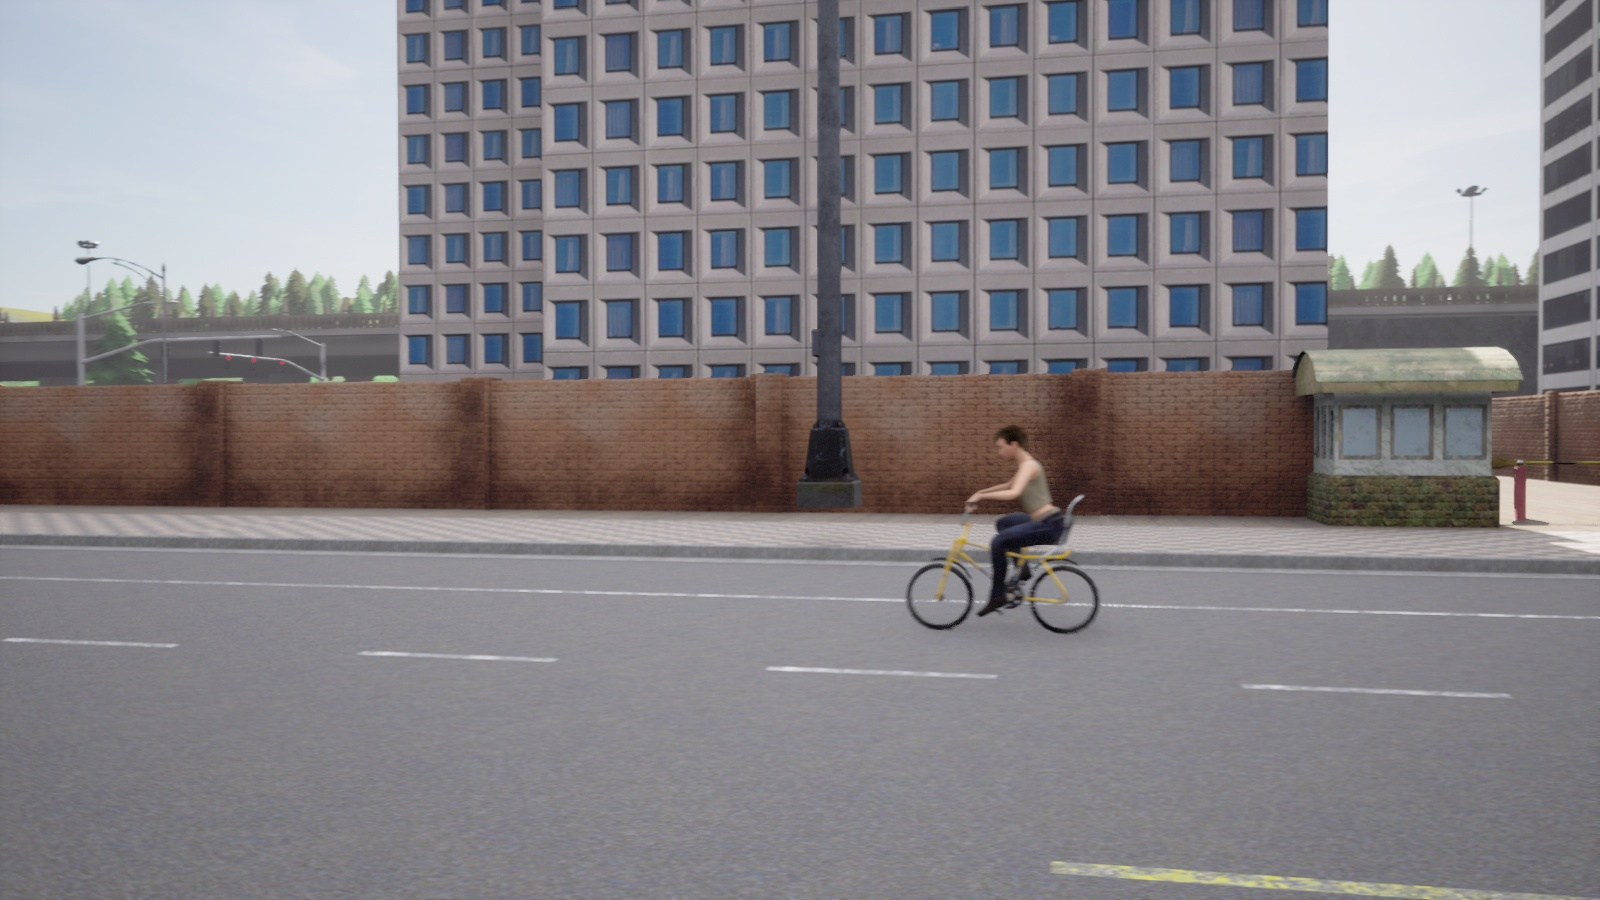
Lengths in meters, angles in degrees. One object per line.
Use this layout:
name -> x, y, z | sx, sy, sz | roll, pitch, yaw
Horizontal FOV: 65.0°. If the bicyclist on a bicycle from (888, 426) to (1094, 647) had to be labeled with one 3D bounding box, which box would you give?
bicyclist on a bicycle -> 1.498, 0.624, 9.750 | 1.509, 1.612, 0.866 | 0, 1, 13
